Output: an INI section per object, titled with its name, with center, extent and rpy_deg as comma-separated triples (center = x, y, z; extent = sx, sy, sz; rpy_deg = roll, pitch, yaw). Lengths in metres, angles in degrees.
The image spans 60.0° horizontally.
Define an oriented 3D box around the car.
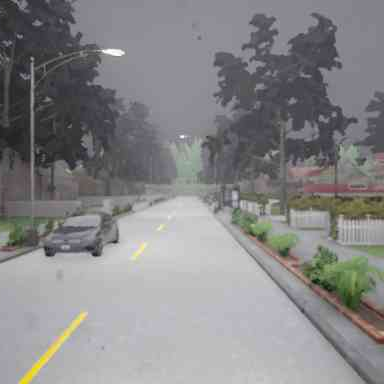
[car]
center = -4.072, 1.518, 13.044
extent = 1.812, 1.442, 4.674
rpy_deg = 0, 0, 0
